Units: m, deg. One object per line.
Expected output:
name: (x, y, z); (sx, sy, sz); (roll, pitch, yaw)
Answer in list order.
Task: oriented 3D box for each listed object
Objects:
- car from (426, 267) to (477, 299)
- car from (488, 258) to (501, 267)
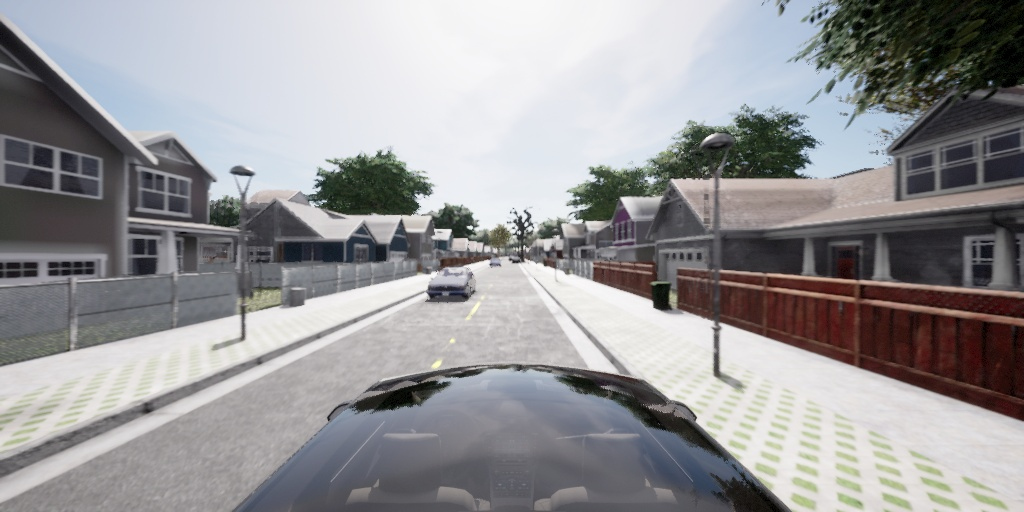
car: (-2.850, 1.251, 18.063); (2.033, 1.411, 5.357); (0, 0, 0)
car: (-2.792, 1.115, 59.674); (1.812, 1.442, 4.674); (0, 0, 1)
